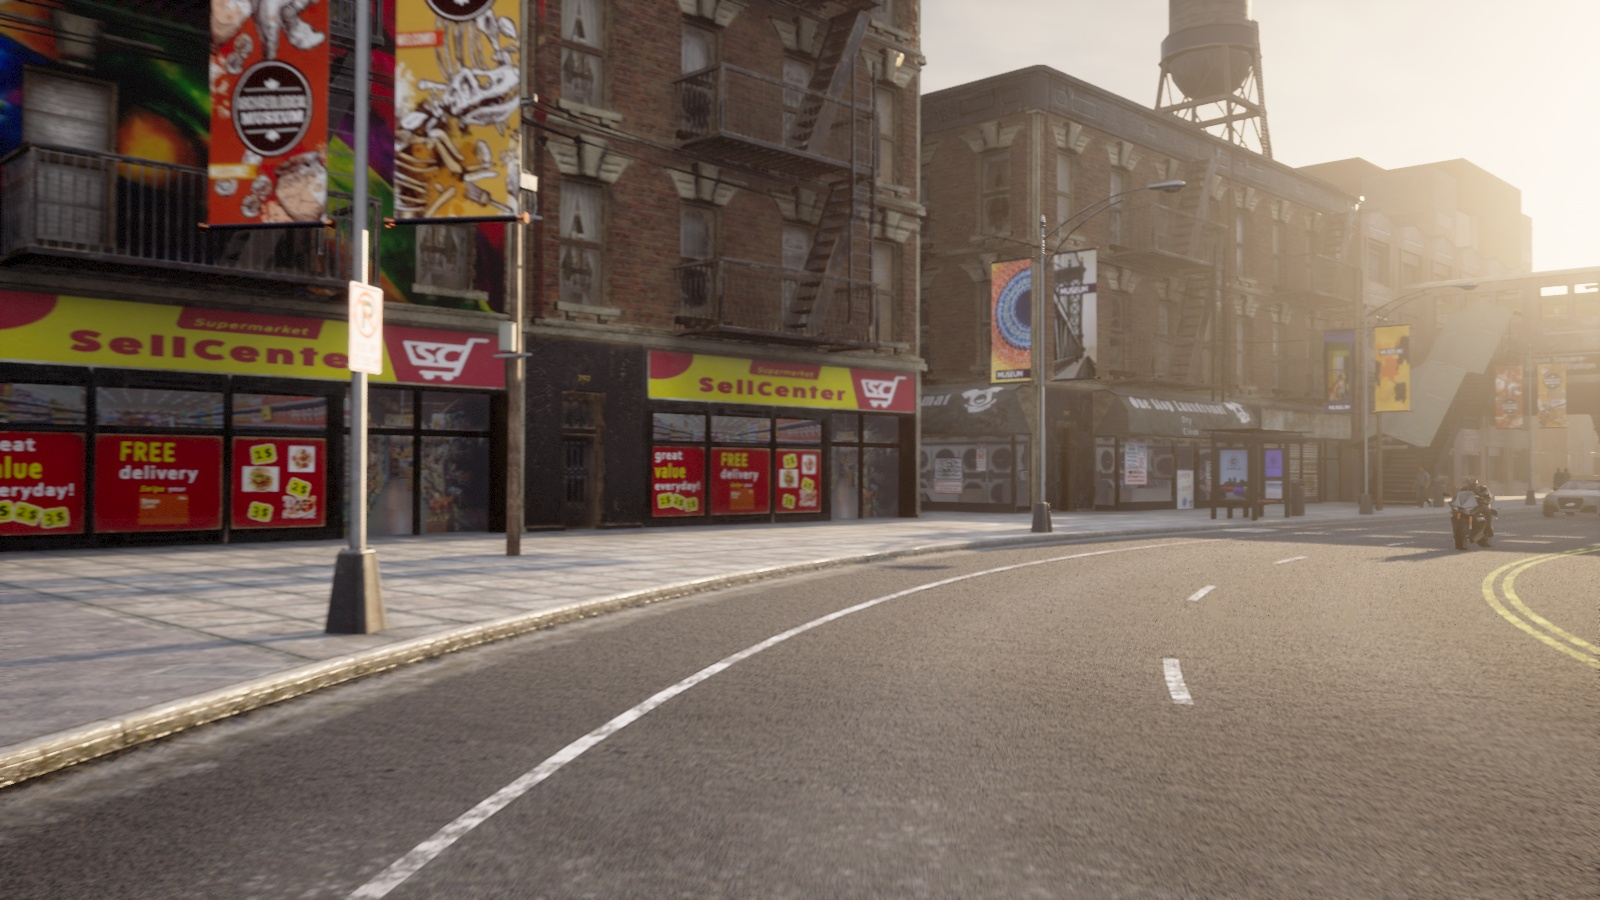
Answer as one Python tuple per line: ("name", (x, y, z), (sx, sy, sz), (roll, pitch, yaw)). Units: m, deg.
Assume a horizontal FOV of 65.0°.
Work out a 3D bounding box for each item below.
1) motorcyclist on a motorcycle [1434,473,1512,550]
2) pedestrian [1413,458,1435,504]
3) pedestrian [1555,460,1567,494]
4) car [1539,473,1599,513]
("motorcyclist on a motorcycle", (14.077, 1.245, 26.246), (0.866, 1.530, 2.191), (-1, -1, 44))
("pedestrian", (25.351, 1.247, 51.025), (0.694, 1.848, 0.540), (0, -1, -34))
("pedestrian", (44.011, 1.550, 72.651), (0.423, 1.949, 0.788), (-1, -1, 43))
("car", (28.810, 1.559, 46.000), (1.994, 1.385, 4.181), (-1, -1, 45))
